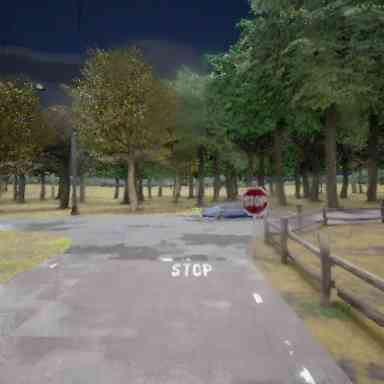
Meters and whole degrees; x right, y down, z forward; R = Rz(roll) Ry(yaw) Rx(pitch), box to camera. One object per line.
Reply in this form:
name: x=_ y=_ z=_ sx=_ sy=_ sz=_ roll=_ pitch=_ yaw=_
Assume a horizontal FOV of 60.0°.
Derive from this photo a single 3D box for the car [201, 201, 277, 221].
car: x=3.303 y=1.336 z=24.173 sx=5.357 sy=1.411 sz=2.033 roll=-1 pitch=0 yaw=0
